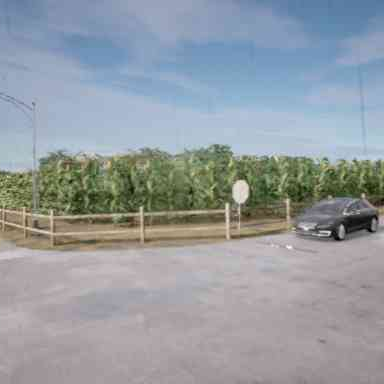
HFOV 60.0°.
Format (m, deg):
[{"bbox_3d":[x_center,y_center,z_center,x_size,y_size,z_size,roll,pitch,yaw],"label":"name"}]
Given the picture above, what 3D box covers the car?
[{"bbox_3d":[6.160,1.050,14.078,4.892,1.490,1.837,-3,3,-39],"label":"car"}]
